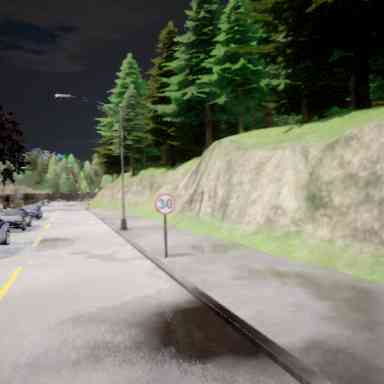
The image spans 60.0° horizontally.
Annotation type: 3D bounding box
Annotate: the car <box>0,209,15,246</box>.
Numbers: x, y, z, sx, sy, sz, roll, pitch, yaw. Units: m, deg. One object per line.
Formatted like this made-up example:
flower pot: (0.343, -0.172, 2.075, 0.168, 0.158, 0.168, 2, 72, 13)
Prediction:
car: (-8.913, 1.722, 13.795, 1.882, 1.535, 5.008, -2, 0, -20)

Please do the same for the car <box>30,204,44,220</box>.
car: (-15.690, 1.951, 32.403, 1.812, 1.442, 4.674, -2, 0, -20)

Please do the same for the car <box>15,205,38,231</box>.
car: (-12.306, 1.882, 23.084, 2.033, 1.411, 5.357, -2, 0, -20)
